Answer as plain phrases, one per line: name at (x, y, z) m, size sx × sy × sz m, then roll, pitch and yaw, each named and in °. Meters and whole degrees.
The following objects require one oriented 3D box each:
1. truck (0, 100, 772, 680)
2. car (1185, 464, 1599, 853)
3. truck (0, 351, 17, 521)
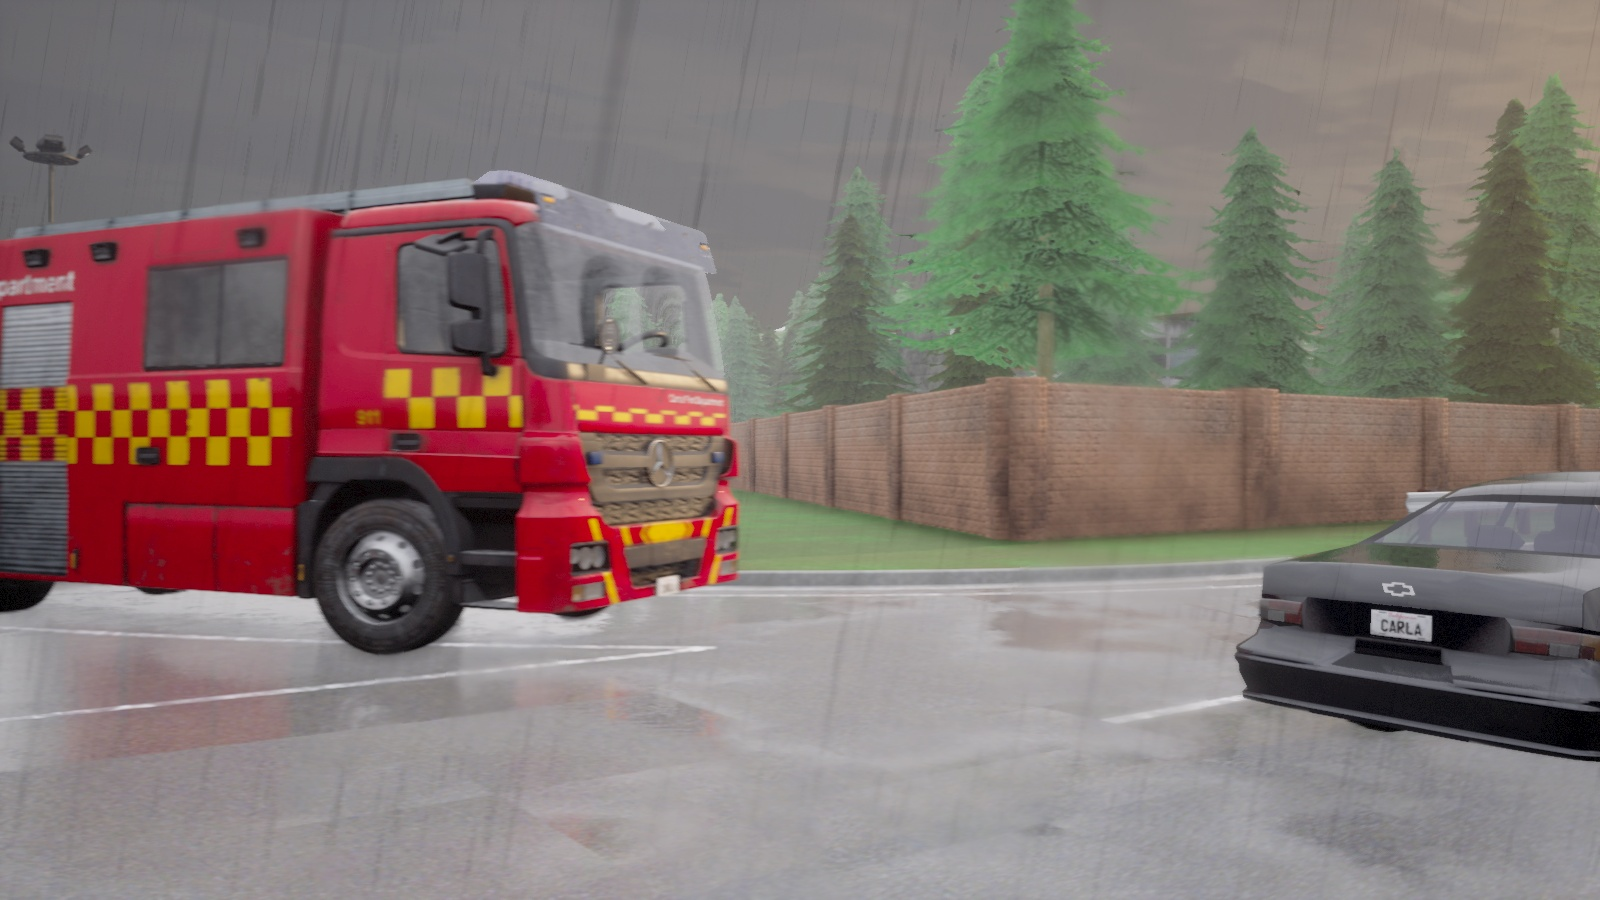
truck at (-4.701, -0.382, 11.354) m, size 8.468 × 3.827 × 2.891 m, roll 0°, pitch 0°, yaw 25°
car at (4.690, 0.799, 6.923) m, size 5.357 × 1.411 × 2.033 m, roll 0°, pitch 0°, yaw -35°
truck at (-18.637, -0.319, 24.962) m, size 2.891 × 3.827 × 8.468 m, roll 0°, pitch 0°, yaw -15°
